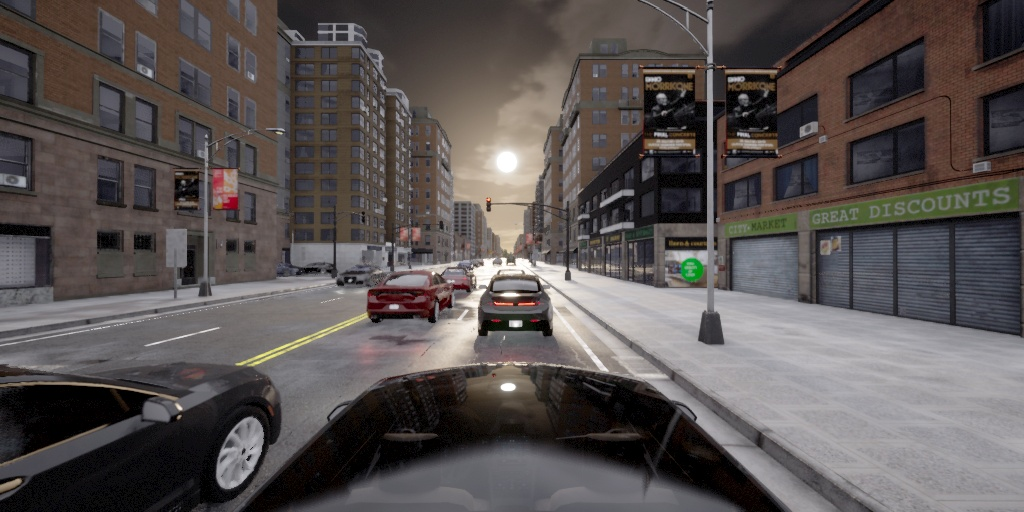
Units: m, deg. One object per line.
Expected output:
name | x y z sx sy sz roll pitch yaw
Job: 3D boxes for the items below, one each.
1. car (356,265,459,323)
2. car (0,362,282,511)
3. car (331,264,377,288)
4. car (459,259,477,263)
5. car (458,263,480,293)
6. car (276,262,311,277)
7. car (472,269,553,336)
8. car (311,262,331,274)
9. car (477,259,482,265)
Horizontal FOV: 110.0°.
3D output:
car | -3.179 1.229 12.124 1.882 1.535 5.008 0 0 0
car | -3.148 1.256 1.511 1.837 1.490 4.892 0 0 0
car | -9.929 1.318 23.933 1.994 1.385 4.181 0 0 -1
car | -6.727 1.296 52.355 1.812 1.442 4.674 0 0 2
car | -3.199 1.317 21.017 1.994 1.385 4.181 0 0 -1
car | -22.725 1.316 35.264 4.181 1.385 1.994 0 0 0
car | 0.077 1.256 10.369 1.837 1.490 4.892 0 0 0
car | -22.255 1.348 40.745 4.313 1.339 1.948 0 0 0
car | -6.739 1.283 62.341 1.837 1.490 4.892 0 0 0
